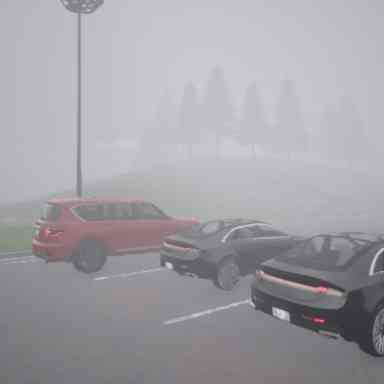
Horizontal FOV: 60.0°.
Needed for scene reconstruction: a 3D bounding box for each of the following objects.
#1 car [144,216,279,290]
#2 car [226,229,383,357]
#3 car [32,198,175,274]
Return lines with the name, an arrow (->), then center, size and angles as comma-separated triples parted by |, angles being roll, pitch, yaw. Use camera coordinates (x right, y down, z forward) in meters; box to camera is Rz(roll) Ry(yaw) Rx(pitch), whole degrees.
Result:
car -> 1.449, 1.492, 9.084 | 4.902, 1.511, 2.128 | 0, 0, -36
car -> 3.217, 1.492, 6.046 | 4.902, 1.511, 2.128 | 0, 0, -36
car -> -2.126, 1.222, 10.831 | 5.566, 2.045, 2.150 | 0, 0, -36
